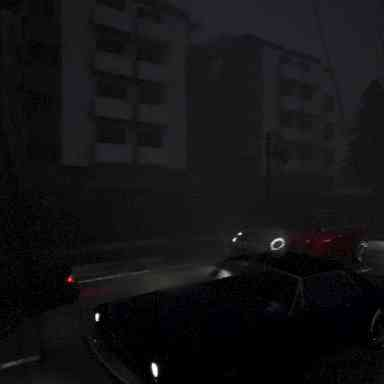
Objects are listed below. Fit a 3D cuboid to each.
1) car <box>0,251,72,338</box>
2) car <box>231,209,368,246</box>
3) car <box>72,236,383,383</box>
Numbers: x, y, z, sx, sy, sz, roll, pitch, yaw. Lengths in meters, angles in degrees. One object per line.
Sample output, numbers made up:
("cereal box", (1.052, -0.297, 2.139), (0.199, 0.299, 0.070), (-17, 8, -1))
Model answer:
("car", (-4.538, 1.550, 5.025), (5.357, 1.411, 2.033), (0, 0, -35))
("car", (3.358, 1.346, 10.278), (4.553, 1.767, 2.097), (0, 0, -33))
("car", (1.035, 1.599, 4.647), (4.718, 1.301, 1.895), (0, 0, -35))
